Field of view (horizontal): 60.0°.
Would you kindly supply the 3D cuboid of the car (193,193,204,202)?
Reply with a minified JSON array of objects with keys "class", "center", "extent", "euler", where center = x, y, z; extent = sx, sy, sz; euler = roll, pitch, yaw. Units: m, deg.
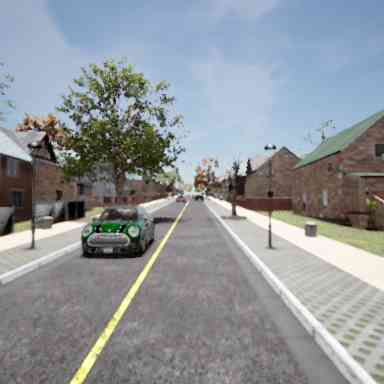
[{"class":"car","center":[1.617,1.316,73.139],"extent":[1.882,1.535,5.008],"euler":[0,0,1]}]

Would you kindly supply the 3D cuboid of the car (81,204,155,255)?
[{"class":"car","center":[-2.737,1.325,13.168],"extent":[2.097,1.767,4.553],"euler":[0,0,1]}]

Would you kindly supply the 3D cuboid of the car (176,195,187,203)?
[{"class":"car","center":[-2.164,1.375,66.274],"extent":[1.812,1.442,4.674],"euler":[0,0,1]}]
